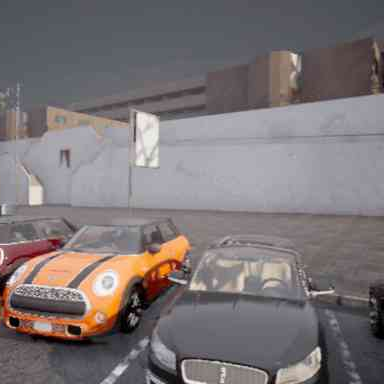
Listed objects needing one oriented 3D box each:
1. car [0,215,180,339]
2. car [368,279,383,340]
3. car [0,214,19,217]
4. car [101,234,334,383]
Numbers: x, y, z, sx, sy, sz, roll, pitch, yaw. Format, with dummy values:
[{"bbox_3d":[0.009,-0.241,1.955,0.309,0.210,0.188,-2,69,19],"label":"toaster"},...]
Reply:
[{"bbox_3d":[-1.533,1.362,6.930,2.185,1.767,4.553,0,-1,15],"label":"car"},{"bbox_3d":[3.344,1.517,3.444,2.163,1.488,4.792,0,-1,15],"label":"car"},{"bbox_3d":[-4.000,1.363,8.612,2.185,1.767,4.553,0,-1,15],"label":"car"},{"bbox_3d":[0.904,1.488,5.162,2.231,1.521,4.892,1,-1,15],"label":"car"}]
